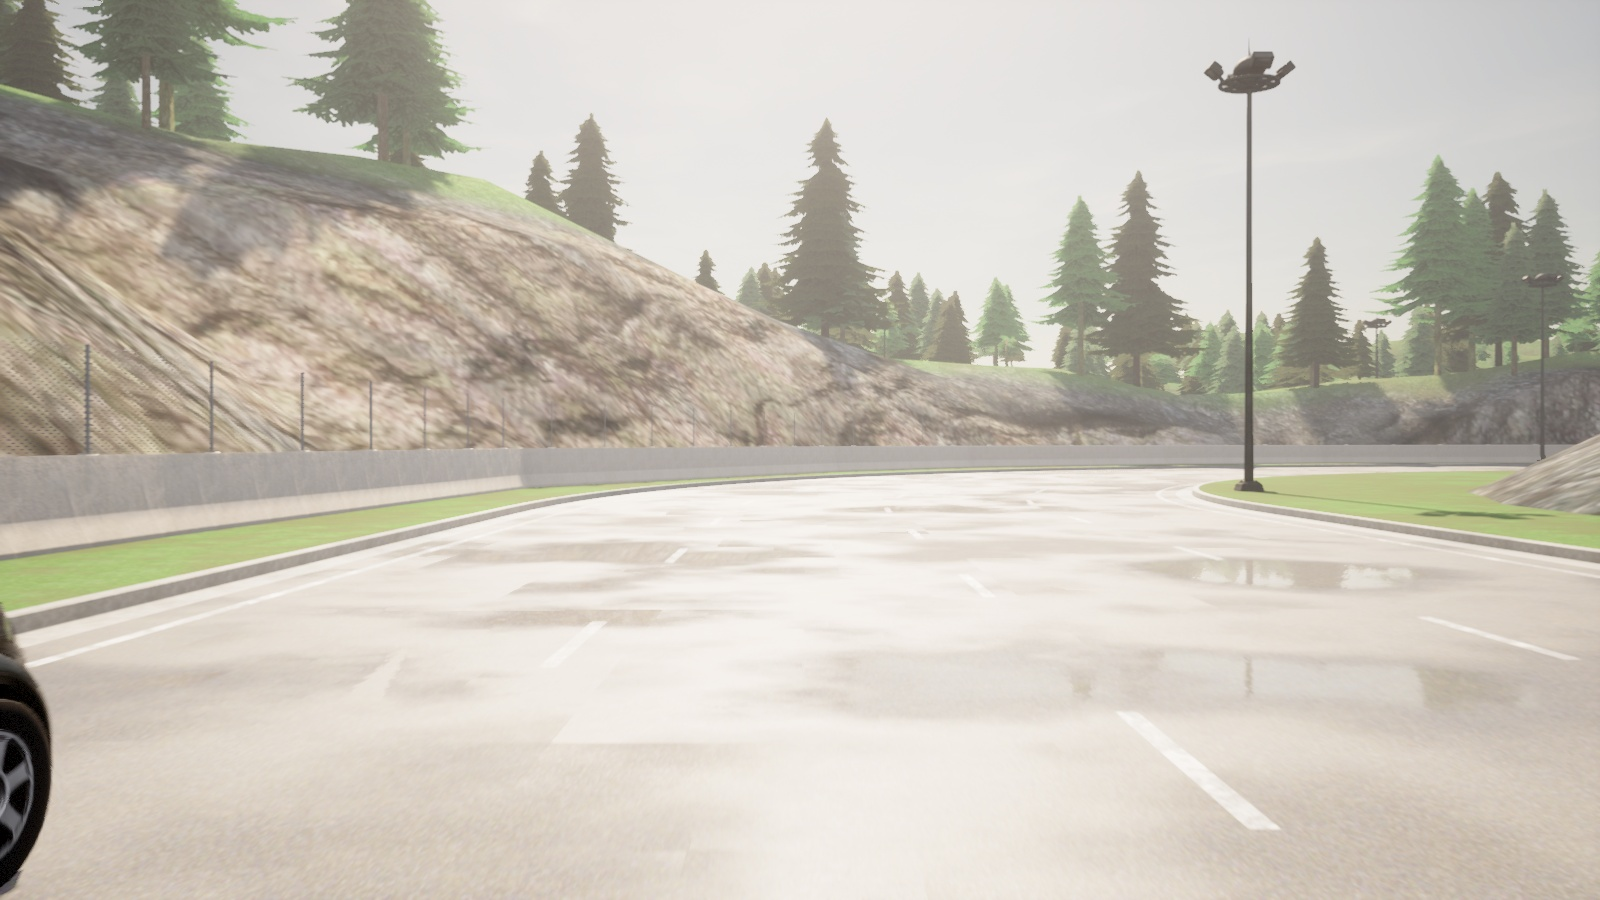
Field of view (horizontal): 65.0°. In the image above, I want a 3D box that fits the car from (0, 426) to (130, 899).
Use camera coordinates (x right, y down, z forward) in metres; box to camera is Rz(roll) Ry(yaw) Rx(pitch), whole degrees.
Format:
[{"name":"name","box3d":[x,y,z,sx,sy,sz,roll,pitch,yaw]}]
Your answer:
[{"name":"car","box3d":[-3.468,0.705,2.955,1.789,1.549,3.705,0,0,0]}]
